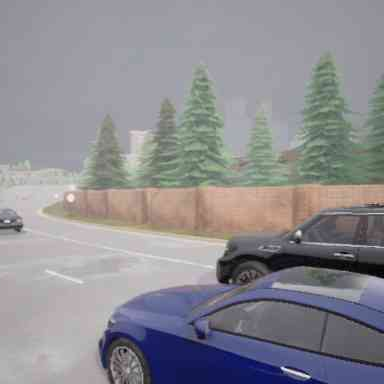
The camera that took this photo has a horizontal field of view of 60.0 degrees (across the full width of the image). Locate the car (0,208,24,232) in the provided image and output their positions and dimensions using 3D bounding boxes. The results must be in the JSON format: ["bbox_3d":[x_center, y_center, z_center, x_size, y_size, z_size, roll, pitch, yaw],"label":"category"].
[{"bbox_3d":[-11.734,1.673,20.163,2.033,1.411,5.357,0,0,-40],"label":"car"}]

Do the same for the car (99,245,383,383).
[{"bbox_3d":[1.073,1.533,3.354,4.674,1.442,1.812,0,0,36],"label":"car"}]

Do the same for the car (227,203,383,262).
[{"bbox_3d":[3.165,1.233,6.144,5.566,2.045,2.150,0,0,37],"label":"car"}]
